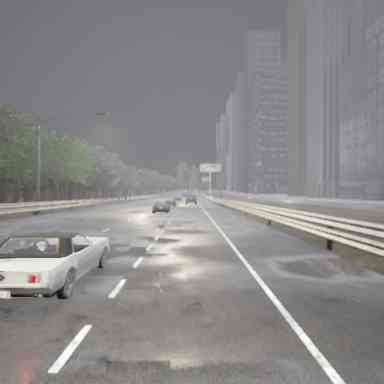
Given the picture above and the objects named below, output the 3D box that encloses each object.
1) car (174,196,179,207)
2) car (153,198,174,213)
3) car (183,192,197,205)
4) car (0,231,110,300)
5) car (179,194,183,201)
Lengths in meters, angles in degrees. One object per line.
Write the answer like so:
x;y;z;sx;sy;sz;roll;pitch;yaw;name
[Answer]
-3.678;1.782;58.070;1.812;1.442;4.674;0;0;0;car
-3.585;1.746;40.042;1.994;1.385;4.181;0;0;0;car
-0.128;1.500;66.891;2.150;2.045;5.566;0;-2;0;car
-3.504;1.638;8.410;1.895;1.301;4.718;0;0;0;car
-3.811;1.833;91.971;1.882;1.535;5.008;0;0;0;car
